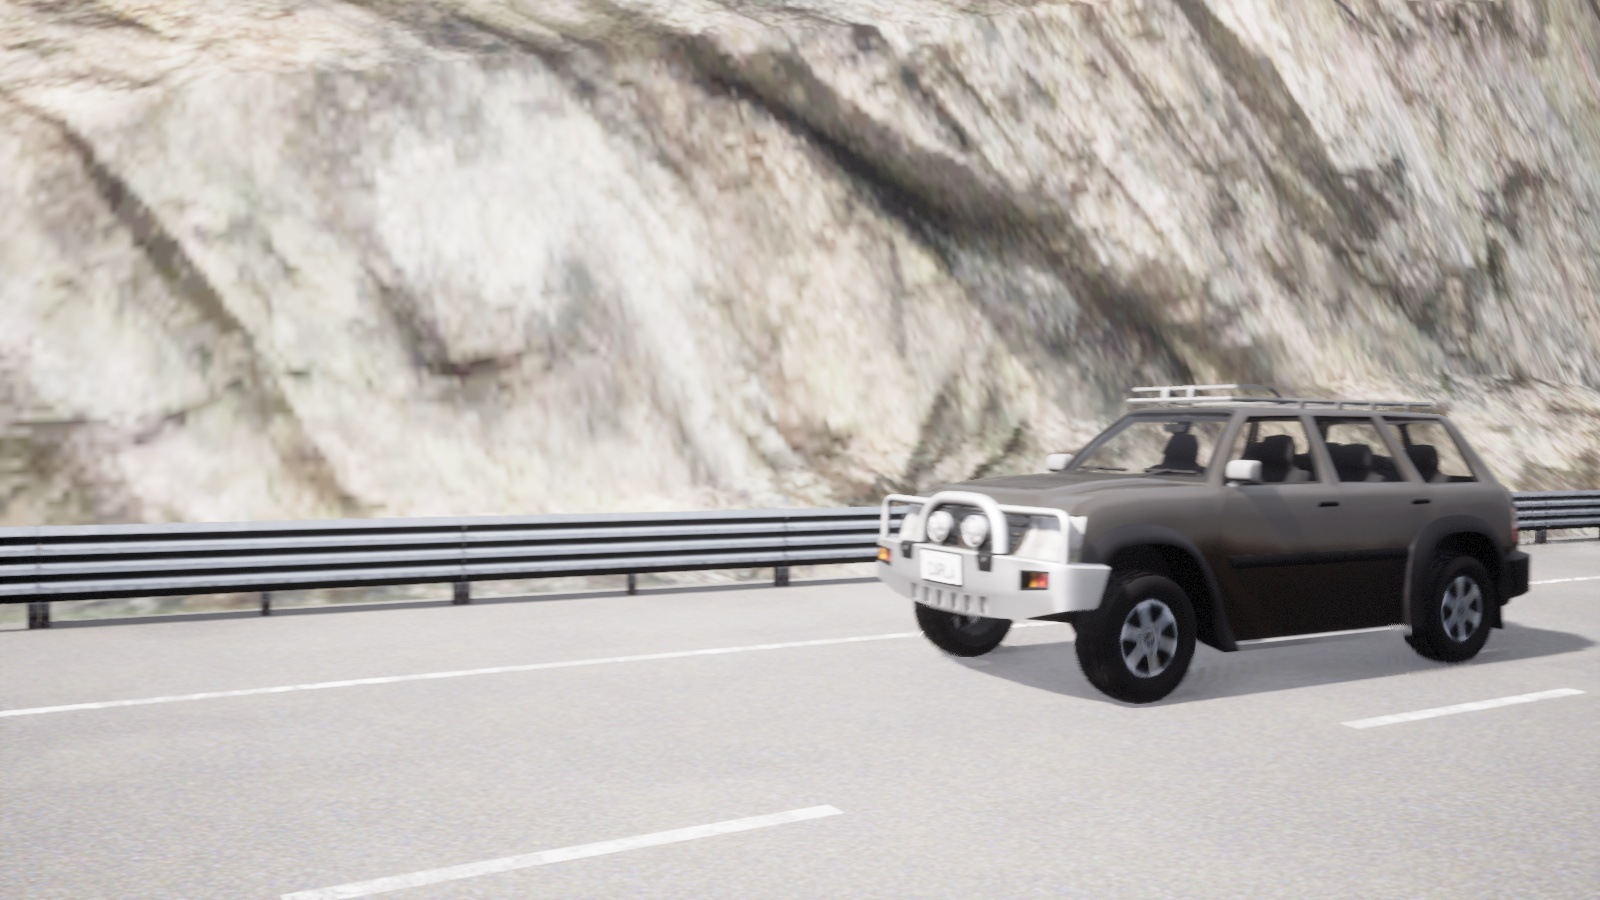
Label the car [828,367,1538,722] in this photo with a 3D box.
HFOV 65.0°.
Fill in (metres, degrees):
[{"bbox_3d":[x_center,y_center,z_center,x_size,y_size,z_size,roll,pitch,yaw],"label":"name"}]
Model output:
[{"bbox_3d":[2.678,0.448,8.510,4.605,1.855,1.932,-1,1,-29],"label":"car"}]
